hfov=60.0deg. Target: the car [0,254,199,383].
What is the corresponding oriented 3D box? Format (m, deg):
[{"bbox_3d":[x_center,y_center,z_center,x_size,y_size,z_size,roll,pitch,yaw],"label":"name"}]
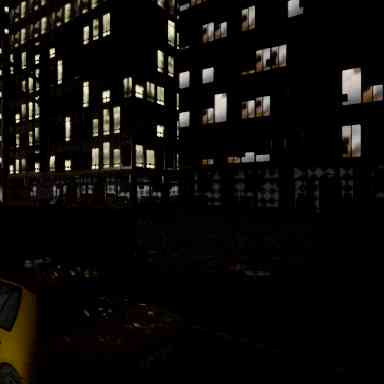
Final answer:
[{"bbox_3d":[-2.208,1.525,4.445,4.829,1.417,1.752,0,0,36],"label":"car"}]
